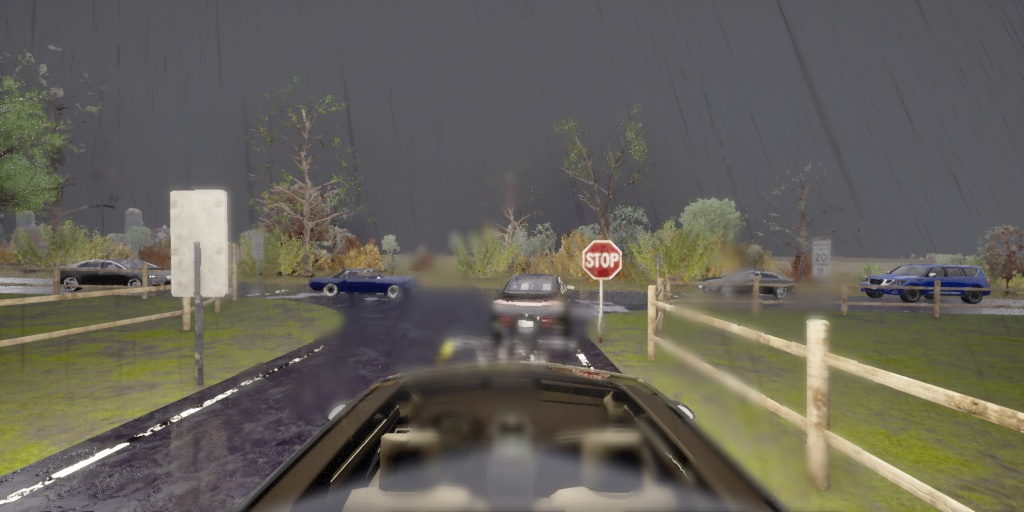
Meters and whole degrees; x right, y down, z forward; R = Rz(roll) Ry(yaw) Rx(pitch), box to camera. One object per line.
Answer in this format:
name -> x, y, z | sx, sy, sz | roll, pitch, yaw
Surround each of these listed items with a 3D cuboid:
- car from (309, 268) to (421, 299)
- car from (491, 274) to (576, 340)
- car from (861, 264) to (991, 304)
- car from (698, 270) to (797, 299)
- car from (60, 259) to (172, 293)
car -> -6.822, 1.248, 17.037 | 4.718, 1.301, 1.895 | 1, 1, 0
car -> 0.707, 1.240, 10.006 | 2.128, 1.511, 4.902 | 0, 0, 9
car -> 22.900, 1.466, 19.954 | 5.566, 2.045, 2.150 | 1, 1, 0
car -> 13.004, 1.525, 19.965 | 4.902, 1.511, 2.128 | 1, 1, 0
car -> -18.490, 0.885, 17.054 | 4.902, 1.511, 2.128 | 1, 1, 0
